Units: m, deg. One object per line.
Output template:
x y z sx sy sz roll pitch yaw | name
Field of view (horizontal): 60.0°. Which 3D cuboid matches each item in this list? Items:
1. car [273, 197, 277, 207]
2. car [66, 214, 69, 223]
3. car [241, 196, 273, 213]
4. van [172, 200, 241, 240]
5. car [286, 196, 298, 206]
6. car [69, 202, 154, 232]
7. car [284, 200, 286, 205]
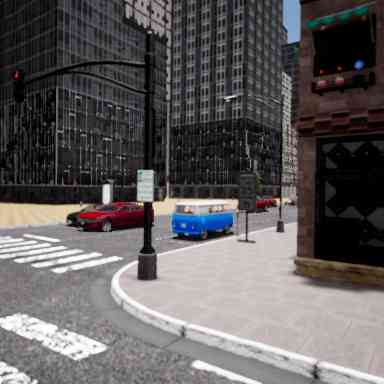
9.887 1.276 44.530 1.967 1.590 4.097 1 1 35 | car
-6.151 1.450 21.992 1.947 1.339 4.313 1 1 35 | car
6.436 1.370 35.201 1.882 1.535 5.008 1 1 36 | car
0.680 1.359 17.131 1.690 1.788 3.998 1 1 35 | van
16.065 1.215 48.570 2.033 1.411 5.357 1 1 35 | car
-4.441 1.404 19.928 1.882 1.535 5.008 1 1 36 | car
16.203 1.346 53.408 1.752 1.417 4.829 1 1 35 | car
